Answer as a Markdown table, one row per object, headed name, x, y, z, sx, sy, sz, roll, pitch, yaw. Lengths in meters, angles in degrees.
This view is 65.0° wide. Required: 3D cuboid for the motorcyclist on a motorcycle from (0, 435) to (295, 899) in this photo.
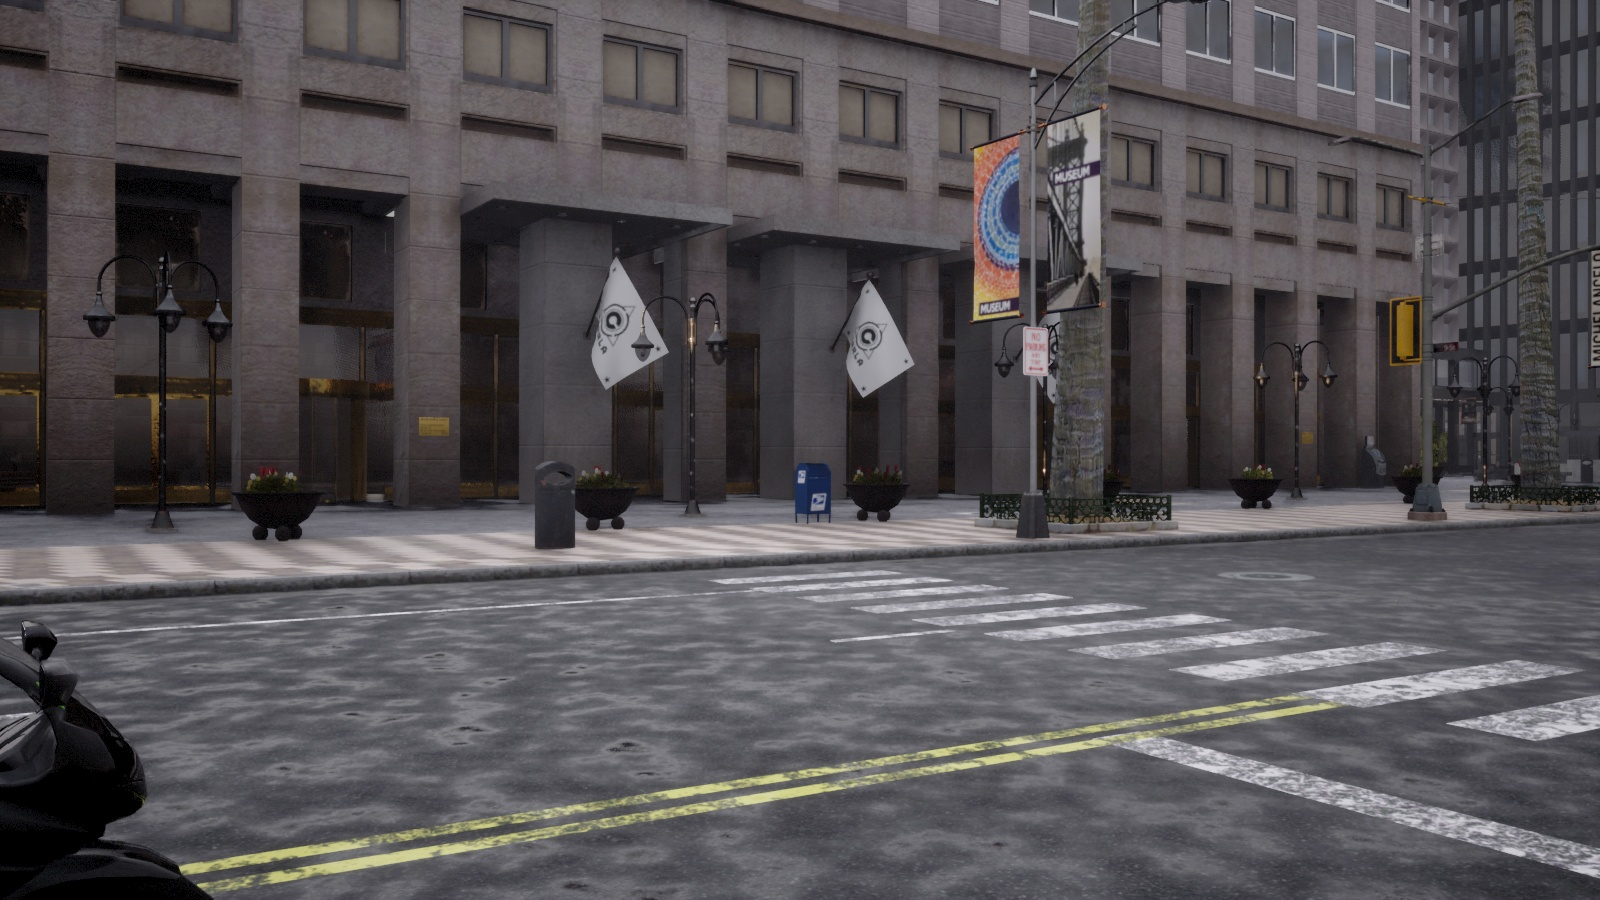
| name | x | y | z | sx | sy | sz | roll | pitch | yaw |
| --- | --- | --- | --- | --- | --- | --- | --- | --- | --- |
| motorcyclist on a motorcycle | -2.079 | 0.737 | 2.266 | 2.044 | 1.523 | 0.797 | 0 | 0 | -34 |
